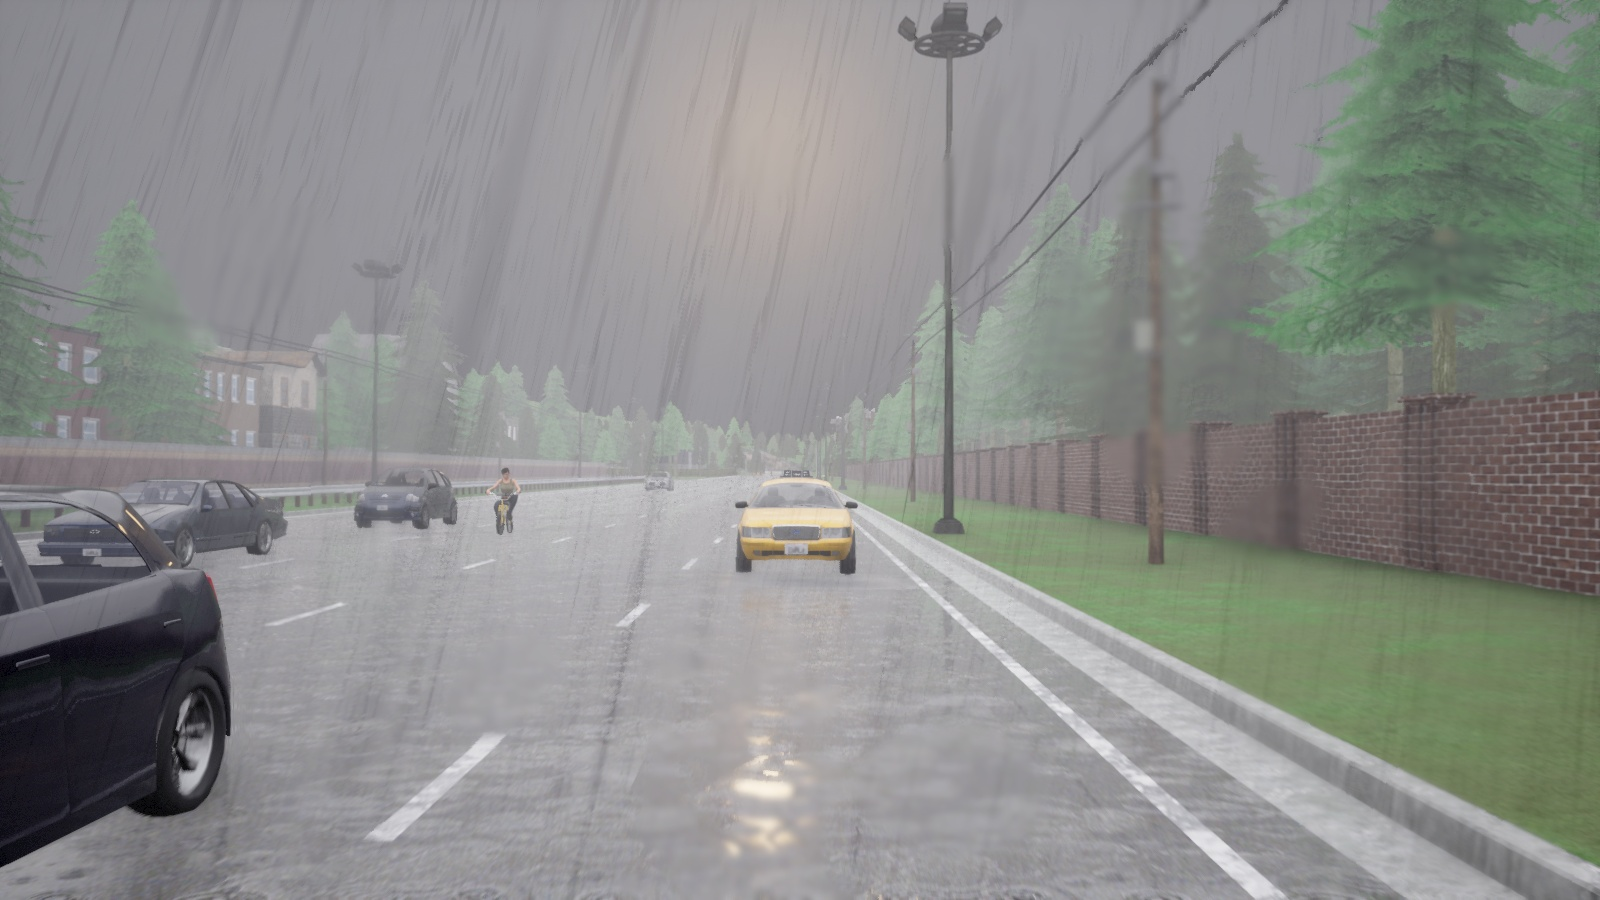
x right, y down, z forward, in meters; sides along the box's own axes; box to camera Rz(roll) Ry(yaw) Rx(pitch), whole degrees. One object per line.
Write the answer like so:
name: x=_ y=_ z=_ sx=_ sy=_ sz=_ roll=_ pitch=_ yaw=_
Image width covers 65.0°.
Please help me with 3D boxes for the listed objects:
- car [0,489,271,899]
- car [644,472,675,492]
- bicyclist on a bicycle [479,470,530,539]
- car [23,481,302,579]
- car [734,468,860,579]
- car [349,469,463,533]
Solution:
car: x=-3.510 y=0.915 z=4.324 sx=1.845 sy=1.501 sz=3.633 roll=0 pitch=-1 yaw=0
car: x=-10.730 y=2.430 z=96.010 sx=1.970 sy=1.475 sz=3.806 roll=0 pitch=-1 yaw=0
bicyclist on a bicycle: x=-7.073 y=1.284 z=30.148 sx=0.866 sy=1.612 sz=1.509 roll=0 pitch=-1 yaw=0
car: x=-10.551 y=1.262 z=21.380 sx=2.033 sy=1.411 sz=5.357 roll=0 pitch=-1 yaw=0
car: x=-0.050 y=1.101 z=20.747 sx=1.801 sy=1.575 sz=5.366 roll=0 pitch=-1 yaw=0
car: x=-10.582 y=1.325 z=34.023 sx=1.851 sy=1.617 sz=3.988 roll=0 pitch=-1 yaw=0
